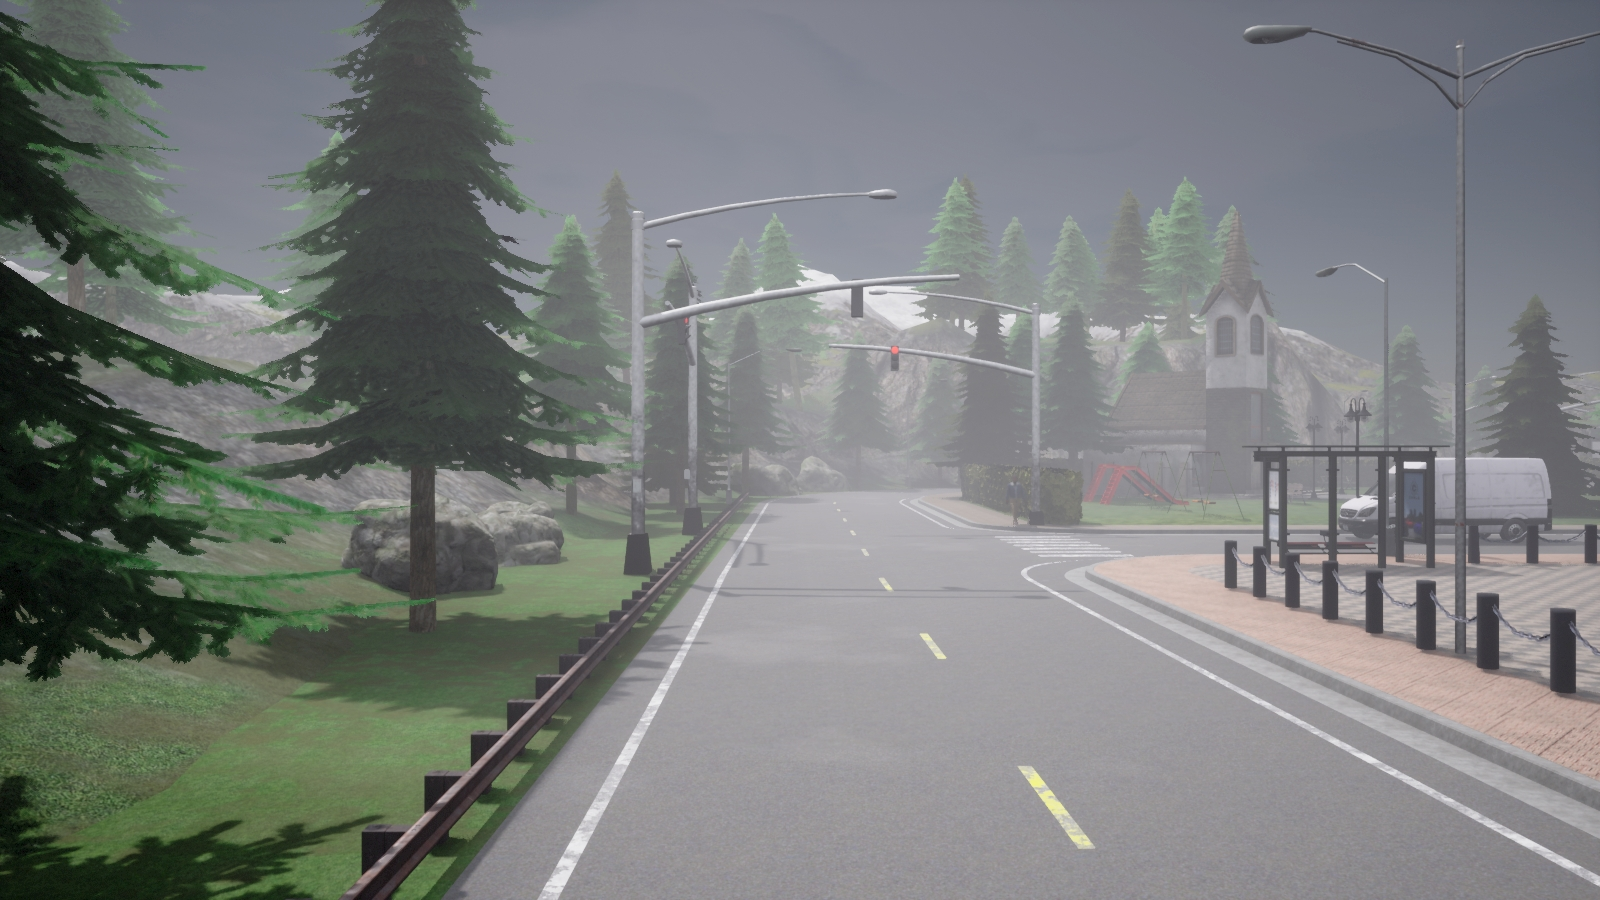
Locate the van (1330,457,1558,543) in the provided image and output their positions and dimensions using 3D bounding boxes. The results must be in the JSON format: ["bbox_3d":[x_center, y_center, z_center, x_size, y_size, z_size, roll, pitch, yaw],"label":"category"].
[{"bbox_3d":[19.746,1.515,35.223,5.915,2.561,1.988,0,0,0],"label":"van"}]

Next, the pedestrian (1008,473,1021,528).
[{"bbox_3d":[7.384,1.737,39.384,0.375,1.860,0.375,0,0,0],"label":"pedestrian"}]
